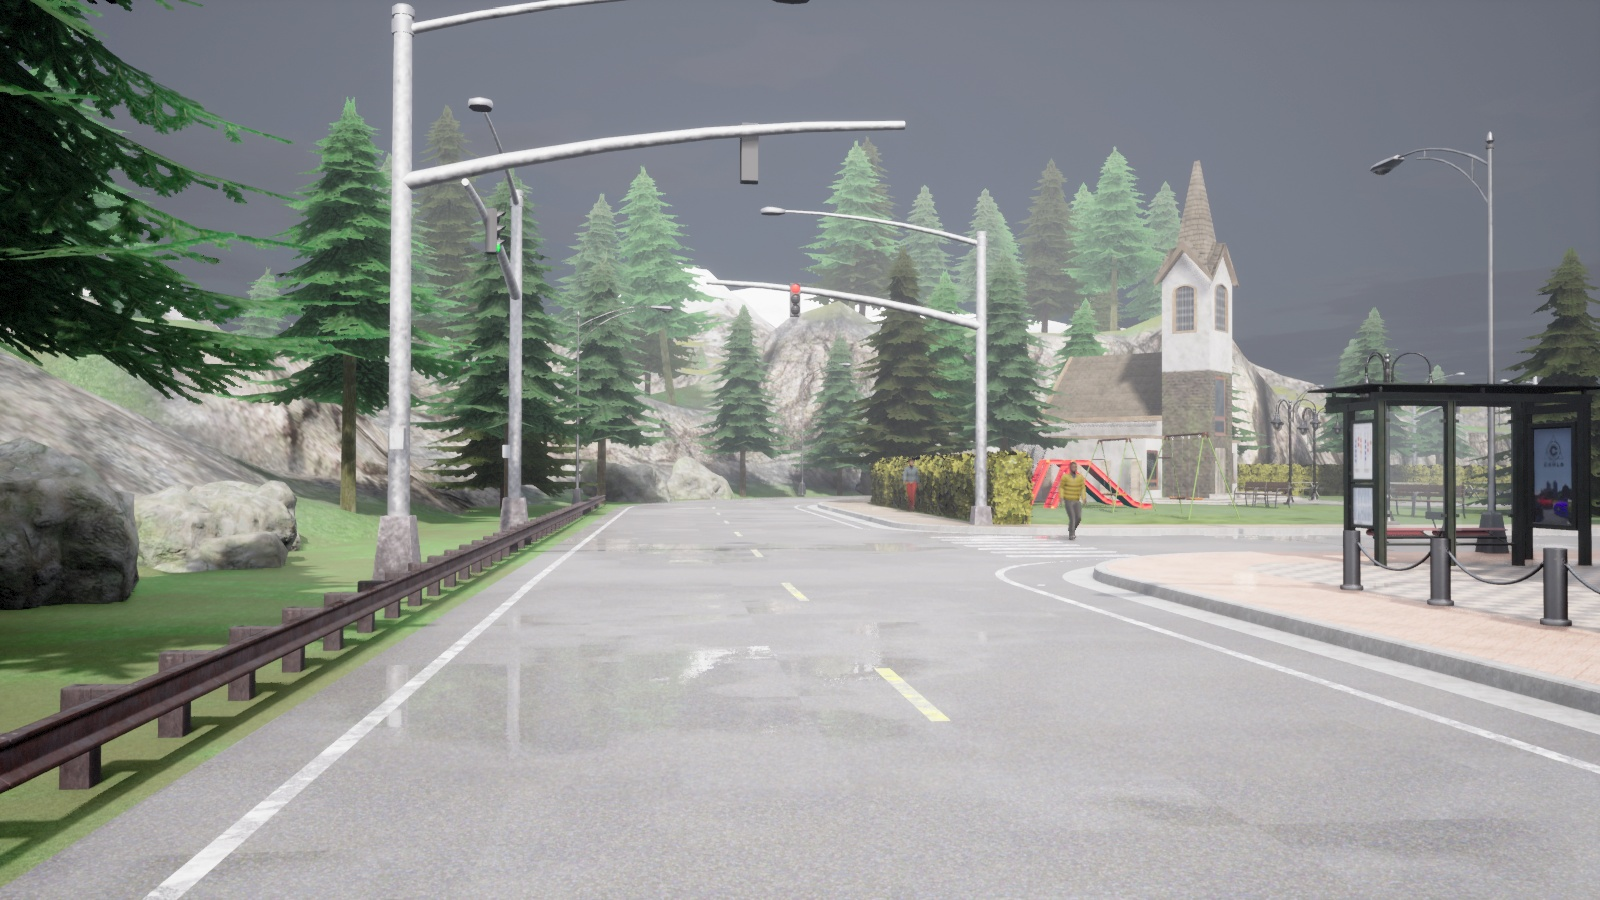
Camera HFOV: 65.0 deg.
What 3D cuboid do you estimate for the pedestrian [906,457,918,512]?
[{"bbox_3d":[3.799,1.160,42.601,0.353,1.847,0.614,0,-1,7],"label":"pedestrian"}]

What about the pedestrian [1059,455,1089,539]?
[{"bbox_3d":[6.123,1.046,28.097,0.431,1.840,0.709,0,-1,-6],"label":"pedestrian"}]
